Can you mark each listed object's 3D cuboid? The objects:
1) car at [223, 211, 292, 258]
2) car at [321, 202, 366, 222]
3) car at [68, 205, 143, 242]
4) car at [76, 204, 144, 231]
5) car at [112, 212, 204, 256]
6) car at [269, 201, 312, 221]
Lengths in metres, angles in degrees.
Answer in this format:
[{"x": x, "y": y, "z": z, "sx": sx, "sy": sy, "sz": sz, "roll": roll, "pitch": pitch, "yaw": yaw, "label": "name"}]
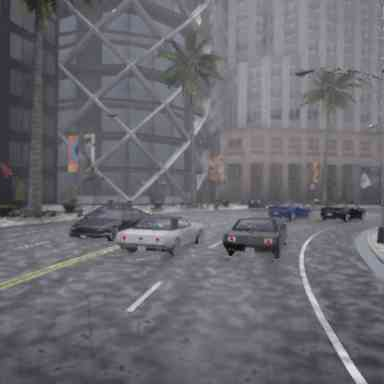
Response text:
[{"x": 2.658, "y": 1.614, "z": 12.996, "sx": 1.895, "sy": 1.301, "sz": 4.718, "roll": 0, "pitch": 0, "yaw": 20, "label": "car"}, {"x": 12.368, "y": 1.560, "z": 27.076, "sx": 5.008, "sy": 1.535, "sz": 1.882, "roll": 0, "pitch": 0, "yaw": -41, "label": "car"}, {"x": -3.651, "y": 1.510, "z": 16.625, "sx": 2.033, "sy": 1.411, "sz": 5.357, "roll": 0, "pitch": 0, "yaw": 22, "label": "car"}, {"x": -5.126, "y": 1.512, "z": 21.355, "sx": 1.994, "sy": 1.385, "sz": 4.181, "roll": 0, "pitch": 0, "yaw": 27, "label": "car"}, {"x": -0.969, "y": 1.586, "z": 13.147, "sx": 1.895, "sy": 1.301, "sz": 4.718, "roll": 0, "pitch": 0, "yaw": 18, "label": "car"}, {"x": 8.419, "y": 1.528, "z": 28.187, "sx": 1.882, "sy": 1.535, "sz": 5.008, "roll": 0, "pitch": 0, "yaw": 45, "label": "car"}]
